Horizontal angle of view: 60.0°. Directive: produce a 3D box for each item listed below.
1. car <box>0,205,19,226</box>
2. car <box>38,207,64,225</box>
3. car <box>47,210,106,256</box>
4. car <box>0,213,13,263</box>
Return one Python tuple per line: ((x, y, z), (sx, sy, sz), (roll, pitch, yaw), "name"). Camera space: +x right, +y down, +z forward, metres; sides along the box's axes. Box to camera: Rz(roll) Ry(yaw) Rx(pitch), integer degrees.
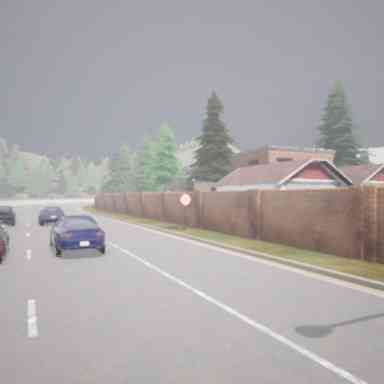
((-14.485, 1.793, 25.449), (1.837, 1.490, 4.892), (0, 0, -26), "car")
((-11.345, 1.871, 26.987), (1.994, 1.385, 4.181), (0, -1, -26), "car")
((-4.830, 1.685, 13.916), (1.812, 1.442, 4.674), (0, -1, -26), "car")
((-7.802, 1.700, 12.031), (1.994, 1.385, 4.181), (0, -1, -26), "car")
